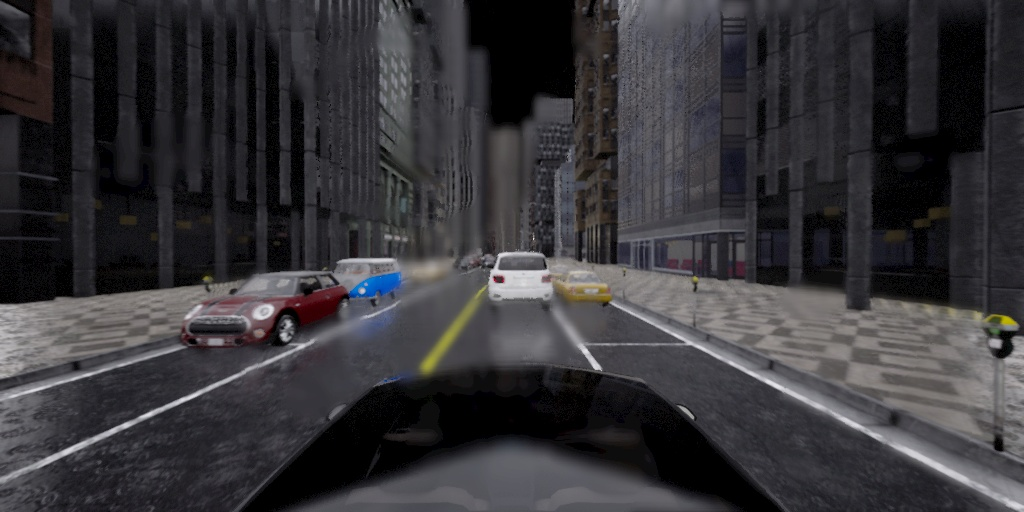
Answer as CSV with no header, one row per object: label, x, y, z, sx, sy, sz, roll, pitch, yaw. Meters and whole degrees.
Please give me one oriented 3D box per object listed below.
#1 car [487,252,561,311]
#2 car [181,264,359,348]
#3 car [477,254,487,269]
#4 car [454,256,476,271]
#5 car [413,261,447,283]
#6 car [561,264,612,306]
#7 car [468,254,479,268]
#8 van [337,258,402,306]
car,0.231,0.870,14.020,2.150,2.045,5.566,0,1,-3
car,-5.764,1.129,8.965,1.967,1.591,4.097,0,0,0
car,-3.025,0.885,47.969,2.128,1.511,4.902,0,0,0
car,-5.771,0.997,42.619,1.948,1.339,4.313,0,0,0
car,-5.767,1.080,25.621,1.751,1.417,4.829,0,0,0
car,2.760,1.168,14.753,1.751,1.417,4.829,0,0,0
car,-5.772,0.830,48.229,1.967,1.591,4.097,0,0,0
van,-5.765,0.984,14.574,1.690,1.789,3.998,0,0,0
